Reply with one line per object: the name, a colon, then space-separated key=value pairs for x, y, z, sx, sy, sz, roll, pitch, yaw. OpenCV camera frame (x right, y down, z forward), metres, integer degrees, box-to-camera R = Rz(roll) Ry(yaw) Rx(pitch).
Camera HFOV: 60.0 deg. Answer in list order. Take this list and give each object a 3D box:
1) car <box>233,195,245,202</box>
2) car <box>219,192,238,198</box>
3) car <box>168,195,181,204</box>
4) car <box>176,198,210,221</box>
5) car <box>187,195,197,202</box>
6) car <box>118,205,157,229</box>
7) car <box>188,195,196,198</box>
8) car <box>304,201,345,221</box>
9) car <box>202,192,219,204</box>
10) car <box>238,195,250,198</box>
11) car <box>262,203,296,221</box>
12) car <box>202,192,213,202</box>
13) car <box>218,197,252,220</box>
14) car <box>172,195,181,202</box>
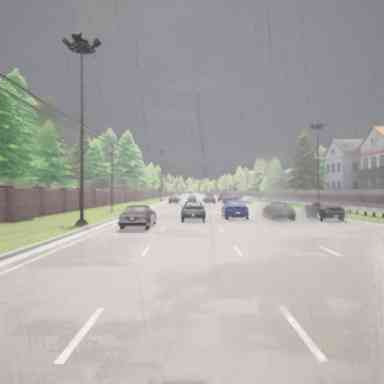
car: x=10.501 y=1.390 z=74.365 sx=1.994 sy=1.385 sz=4.181 roll=0 pitch=0 yaw=0
car: x=7.001 y=1.357 z=64.332 sx=2.097 sy=1.767 sz=4.553 roll=0 pitch=0 yaw=0
car: x=-3.499 y=1.509 z=63.946 sx=1.837 sy=1.490 sz=4.892 roll=0 pitch=0 yaw=0
car: x=0.102 y=1.493 z=26.807 sx=2.128 sy=1.511 sz=4.902 roll=0 pitch=0 yaw=0
car: x=0.001 y=1.390 z=74.366 sx=1.994 sy=1.385 sz=4.181 roll=0 pitch=0 yaw=0
car: x=-3.400 y=1.549 z=21.404 sx=2.033 sy=1.411 sz=5.357 roll=0 pitch=0 yaw=0
car: x=0.001 y=1.509 z=63.945 sx=1.837 sy=1.490 sz=4.892 roll=0 pitch=0 yaw=0
car: x=10.601 y=1.507 z=26.873 sx=1.837 sy=1.490 sz=4.892 roll=0 pitch=0 yaw=0
car: x=3.501 y=1.357 z=64.332 sx=2.097 sy=1.767 sz=4.553 roll=0 pitch=0 yaw=0
car: x=10.501 y=1.530 z=64.362 sx=1.812 sy=1.442 sz=4.674 roll=0 pitch=0 yaw=0
car: x=7.100 y=1.566 z=27.444 sx=1.994 sy=1.385 sz=4.181 roll=0 pitch=0 yaw=0
car: x=3.501 y=1.063 z=74.396 sx=2.150 sy=2.045 sz=5.566 roll=0 pitch=0 yaw=0
car: x=3.599 y=1.480 z=28.462 sx=1.882 sy=1.535 sz=5.008 roll=0 pitch=0 yaw=0
car: x=-3.499 y=1.362 z=74.366 sx=1.812 sy=1.442 sz=4.674 roll=0 pitch=0 yaw=0
